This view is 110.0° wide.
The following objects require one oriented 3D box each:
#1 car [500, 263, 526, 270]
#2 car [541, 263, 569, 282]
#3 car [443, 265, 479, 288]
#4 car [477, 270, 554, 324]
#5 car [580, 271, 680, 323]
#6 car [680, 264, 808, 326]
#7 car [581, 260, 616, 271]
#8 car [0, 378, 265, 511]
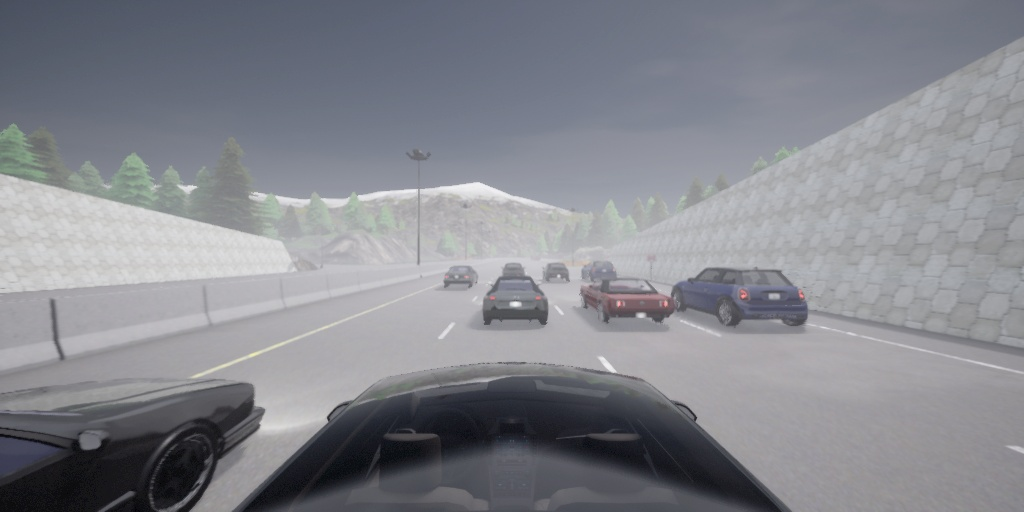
[{"bbox_3d":[0.104,1.300,29.997,1.837,1.490,4.892,0,0,0],"label":"car"},{"bbox_3d":[3.603,1.301,30.009,1.837,1.490,4.892,0,0,0],"label":"car"},{"bbox_3d":[-3.397,1.334,24.481,2.033,1.411,5.357,0,0,0],"label":"car"},{"bbox_3d":[0.101,1.331,12.105,1.994,1.385,4.181,0,0,0],"label":"car"},{"bbox_3d":[3.601,1.368,12.205,1.895,1.301,4.718,0,0,0],"label":"car"},{"bbox_3d":[7.101,1.120,11.829,2.097,1.767,4.553,0,0,0],"label":"car"},{"bbox_3d":[7.104,1.148,29.707,2.097,1.767,4.553,0,0,0],"label":"car"},{"bbox_3d":[-3.400,1.296,1.093,2.033,1.411,5.357,0,0,0],"label":"car"}]
